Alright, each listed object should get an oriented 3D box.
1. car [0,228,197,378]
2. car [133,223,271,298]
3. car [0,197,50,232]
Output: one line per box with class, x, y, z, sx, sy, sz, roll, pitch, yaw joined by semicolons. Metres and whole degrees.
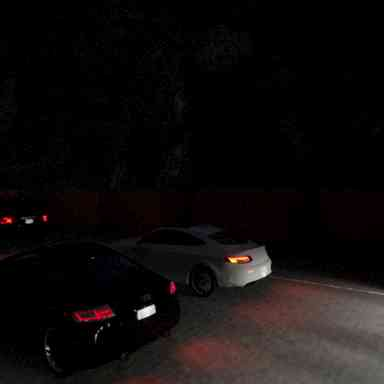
car;-2.234;1.564;5.591;4.181;1.385;1.994;0;0;36
car;-0.320;1.526;8.525;4.674;1.442;1.812;0;0;36
car;-8.407;1.221;14.306;5.566;2.045;2.150;0;0;36
